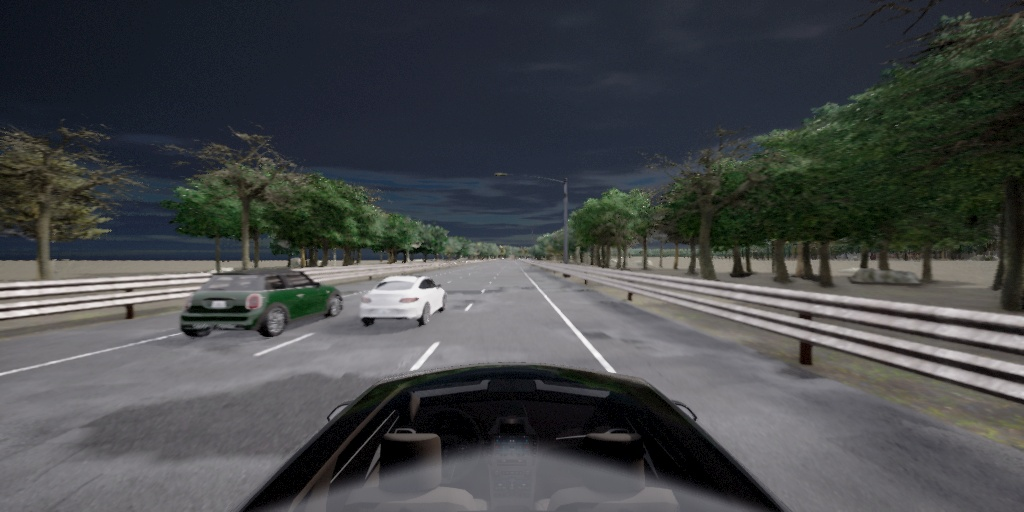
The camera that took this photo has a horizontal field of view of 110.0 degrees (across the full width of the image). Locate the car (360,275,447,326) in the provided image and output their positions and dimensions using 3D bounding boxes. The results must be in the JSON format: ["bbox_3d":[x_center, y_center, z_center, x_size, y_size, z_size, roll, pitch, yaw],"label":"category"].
[{"bbox_3d":[-3.399,1.342,11.841,1.812,1.442,4.674,0,0,0],"label":"car"}]

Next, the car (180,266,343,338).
[{"bbox_3d":[-6.899,1.159,10.565,2.097,1.767,4.553,0,0,0],"label":"car"}]
